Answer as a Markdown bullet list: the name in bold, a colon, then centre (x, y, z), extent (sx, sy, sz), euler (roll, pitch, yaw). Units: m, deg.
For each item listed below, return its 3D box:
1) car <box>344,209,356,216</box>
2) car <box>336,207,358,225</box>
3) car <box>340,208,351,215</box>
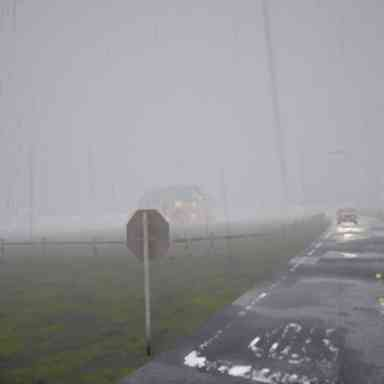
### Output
- **car**: centre (36.467, 4.642, 76.775), extent (1.882, 1.535, 5.008), euler (-4, -4, 19)
- **car**: centre (18.816, 2.877, 40.356), extent (2.150, 2.045, 5.566), euler (-4, -4, 24)
- **car**: centre (39.905, 5.067, 86.645), extent (2.128, 1.511, 4.902), euler (-3, -4, 18)
